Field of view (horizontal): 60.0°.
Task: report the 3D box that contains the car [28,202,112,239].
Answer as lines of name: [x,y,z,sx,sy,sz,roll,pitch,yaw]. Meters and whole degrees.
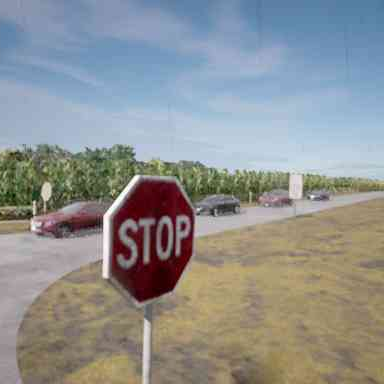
car: [-5.151,1.198,15.616,1.812,1.442,4.674,2,2,37]

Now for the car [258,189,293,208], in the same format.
car: [8.483,0.595,33.606,2.097,1.767,4.553,2,2,37]

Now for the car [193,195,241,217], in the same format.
car: [1.899,0.982,24.929,1.837,1.490,4.892,2,2,37]

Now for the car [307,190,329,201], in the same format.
car: [17.026,0.425,44.784,2.128,1.511,4.902,2,2,38]
